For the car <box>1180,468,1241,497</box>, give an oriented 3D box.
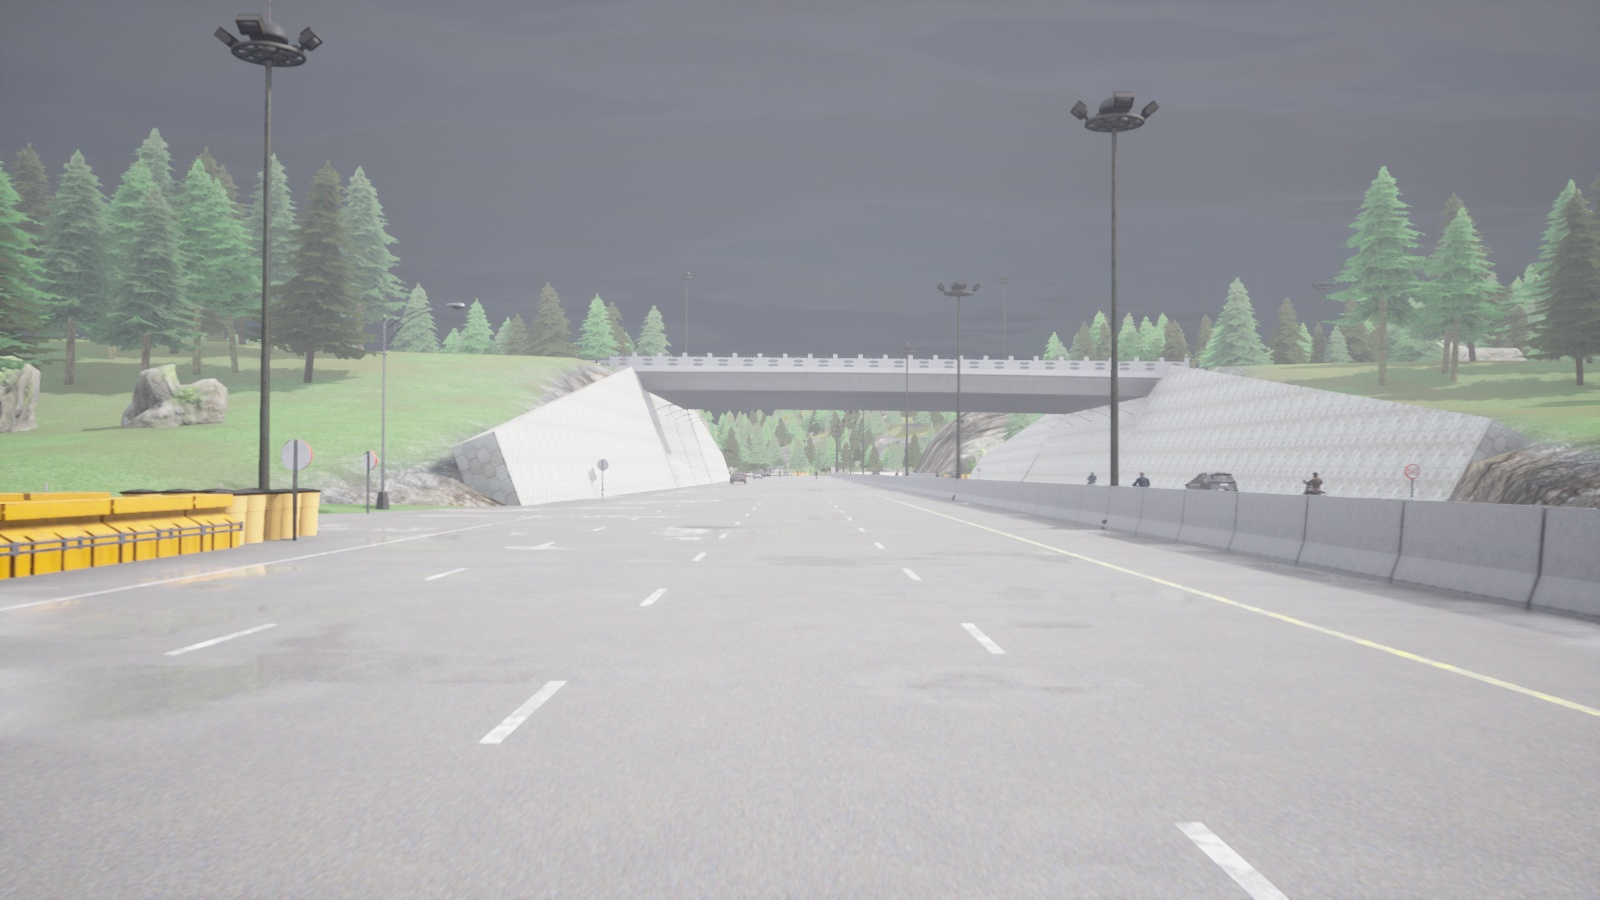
[{"bbox_3d":[24.319,1.895,74.531,2.033,1.649,4.856,0,-1,0],"label":"car"}]
